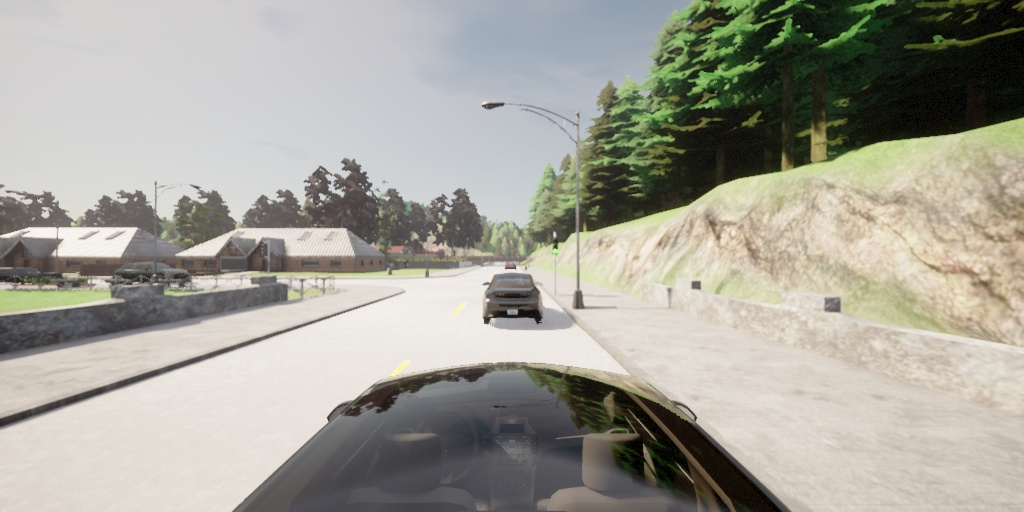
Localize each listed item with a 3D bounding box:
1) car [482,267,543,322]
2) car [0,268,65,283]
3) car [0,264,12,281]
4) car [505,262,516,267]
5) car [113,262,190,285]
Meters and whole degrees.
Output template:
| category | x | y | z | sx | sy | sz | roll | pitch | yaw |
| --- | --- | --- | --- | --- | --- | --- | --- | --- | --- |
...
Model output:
| category | x | y | z | sx | sy | sz | roll | pitch | yaw |
| --- | --- | --- | --- | --- | --- | --- | --- | --- | --- |
| car | 0.019 | 1.332 | 12.552 | 1.837 | 1.490 | 4.892 | 0 | 0 | 0 |
| car | -37.814 | 1.538 | 27.639 | 4.718 | 1.301 | 1.895 | 0 | 0 | 0 |
| car | -48.036 | 1.445 | 31.719 | 5.008 | 1.535 | 1.882 | 0 | 0 | 0 |
| car | -0.243 | 1.752 | 64.883 | 1.994 | 1.385 | 4.181 | 0 | 0 | 0 |
| car | -27.688 | 1.287 | 27.691 | 4.553 | 1.767 | 2.097 | 0 | 0 | 0 |
